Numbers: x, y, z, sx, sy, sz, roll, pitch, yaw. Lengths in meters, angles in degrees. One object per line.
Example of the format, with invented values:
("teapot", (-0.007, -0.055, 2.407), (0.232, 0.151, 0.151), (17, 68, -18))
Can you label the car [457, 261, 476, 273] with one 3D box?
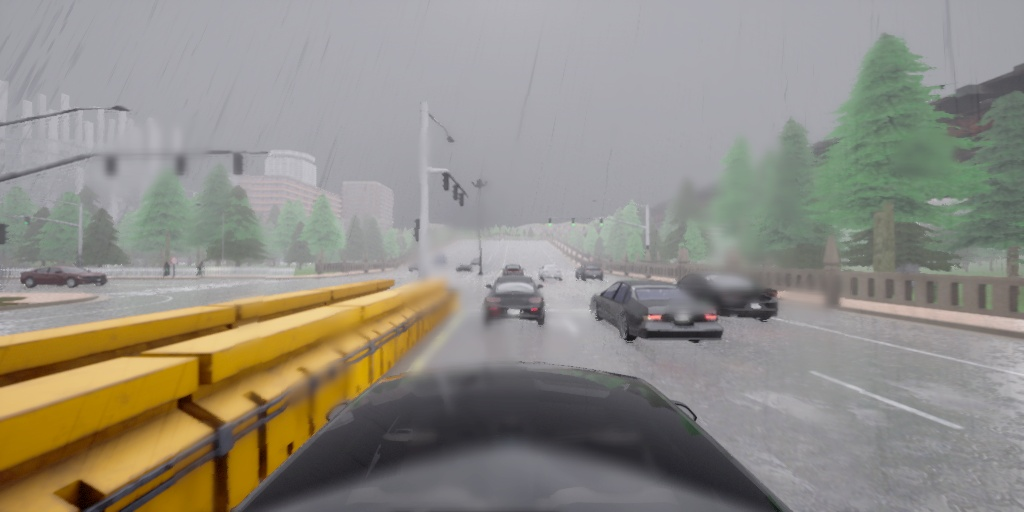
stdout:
("car", (-7.056, 1.818, 53.723), (1.895, 1.301, 4.718), (0, 0, 0))

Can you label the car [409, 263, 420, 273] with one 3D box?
("car", (-14.049, 1.766, 54.497), (2.033, 1.411, 5.357), (0, 0, 0))

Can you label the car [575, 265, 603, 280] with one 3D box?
("car", (7.104, 1.537, 33.241), (2.128, 1.511, 4.902), (0, -1, 0))

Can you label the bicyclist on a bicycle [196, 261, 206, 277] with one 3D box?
("bicyclist on a bicycle", (-31.860, 1.382, 36.758), (0.582, 1.620, 1.656), (0, -1, -14))

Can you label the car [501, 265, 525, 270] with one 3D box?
("car", (0.105, 1.551, 33.309), (1.837, 1.490, 4.892), (0, -1, 0))

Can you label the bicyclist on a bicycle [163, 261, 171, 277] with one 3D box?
("bicyclist on a bicycle", (-36.194, 1.391, 37.610), (0.582, 1.620, 1.656), (0, 0, -35))

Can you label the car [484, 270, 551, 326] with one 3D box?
("car", (0.088, 1.372, 11.922), (1.812, 1.442, 4.674), (0, -1, 0))

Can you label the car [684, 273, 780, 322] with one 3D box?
("car", (7.092, 1.332, 12.867), (1.882, 1.535, 5.008), (0, -1, 0))

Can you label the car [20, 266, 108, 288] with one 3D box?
("car", (-32.447, 1.459, 26.076), (5.008, 1.535, 1.882), (0, -1, 2))

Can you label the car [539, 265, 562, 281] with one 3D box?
("car", (3.593, 1.581, 34.269), (1.812, 1.442, 4.674), (0, -1, 0))

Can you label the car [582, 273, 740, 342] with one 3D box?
("car", (3.586, 1.375, 9.985), (2.033, 1.411, 5.357), (0, -1, 0))
